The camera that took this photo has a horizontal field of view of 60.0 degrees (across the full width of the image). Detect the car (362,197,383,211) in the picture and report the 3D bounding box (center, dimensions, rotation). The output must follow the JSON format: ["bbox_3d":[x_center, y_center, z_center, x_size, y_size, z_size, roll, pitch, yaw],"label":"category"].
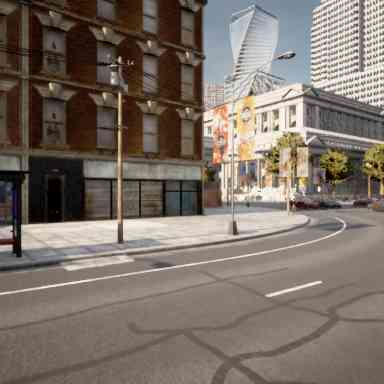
[{"bbox_3d":[21.727,1.547,37.019,2.033,1.411,5.357,0,0,-2],"label":"car"}]

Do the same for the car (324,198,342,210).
[{"bbox_3d":[17.388,1.547,43.659,2.033,1.411,5.357,0,0,-10],"label":"car"}]

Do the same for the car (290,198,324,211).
[{"bbox_3d":[14.075,1.477,41.789,1.882,1.535,5.008,0,0,-10],"label":"car"}]

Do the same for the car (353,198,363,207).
[{"bbox_3d":[26.433,1.520,50.039,2.002,1.452,4.674,0,0,-16],"label":"car"}]
